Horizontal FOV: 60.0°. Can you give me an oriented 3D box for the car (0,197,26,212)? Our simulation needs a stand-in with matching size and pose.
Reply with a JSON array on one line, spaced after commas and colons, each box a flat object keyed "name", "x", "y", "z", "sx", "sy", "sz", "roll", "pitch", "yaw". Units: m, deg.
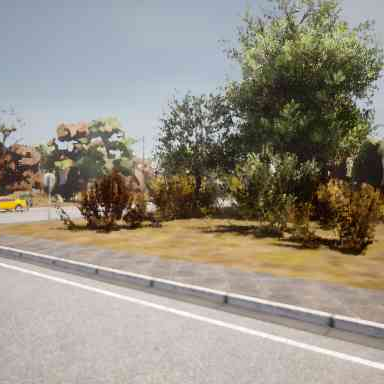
[{"name": "car", "x": -19.996, "y": 1.281, "z": 34.716, "sx": 1.882, "sy": 1.535, "sz": 5.008, "roll": 0, "pitch": 0, "yaw": 32}]
